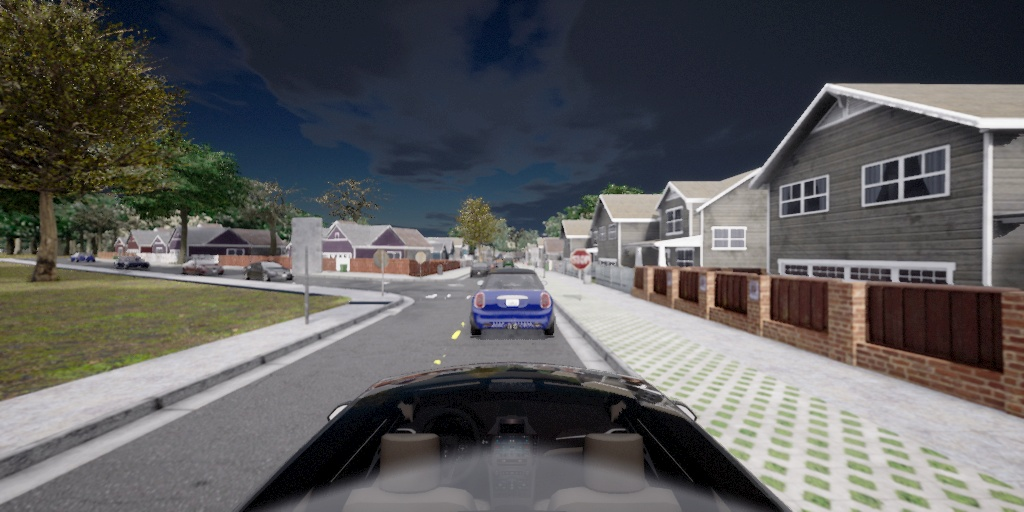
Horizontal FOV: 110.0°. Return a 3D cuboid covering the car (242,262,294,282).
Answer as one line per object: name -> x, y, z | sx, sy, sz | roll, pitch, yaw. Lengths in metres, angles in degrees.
car -> -18.711, 1.155, 27.384 | 4.674, 1.442, 1.812 | 1, 1, 29

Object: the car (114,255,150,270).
car -> -43.793, 0.910, 41.316 | 4.718, 1.301, 1.895 | 1, 1, 29

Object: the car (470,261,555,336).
car -> 0.002, 1.141, 10.688 | 2.097, 1.767, 4.553 | 0, 0, 0

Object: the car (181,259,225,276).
car -> -28.220, 1.038, 32.660 | 4.674, 1.442, 1.812 | 1, 1, 28

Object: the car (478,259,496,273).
car -> -3.328, 1.348, 47.699 | 2.097, 1.767, 4.553 | 0, -1, 0
